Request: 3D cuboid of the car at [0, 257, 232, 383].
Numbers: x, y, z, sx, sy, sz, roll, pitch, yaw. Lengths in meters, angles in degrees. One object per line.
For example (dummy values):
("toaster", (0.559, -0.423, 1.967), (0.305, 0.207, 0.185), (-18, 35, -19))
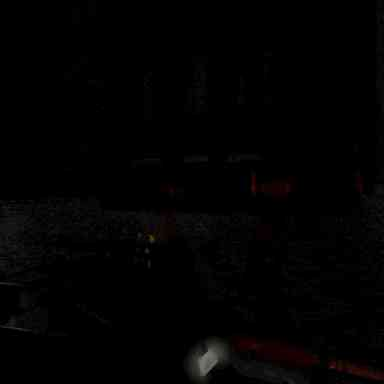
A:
("car", (-1.646, 1.497, 3.944), (4.313, 1.339, 1.947), (0, 2, 30))
